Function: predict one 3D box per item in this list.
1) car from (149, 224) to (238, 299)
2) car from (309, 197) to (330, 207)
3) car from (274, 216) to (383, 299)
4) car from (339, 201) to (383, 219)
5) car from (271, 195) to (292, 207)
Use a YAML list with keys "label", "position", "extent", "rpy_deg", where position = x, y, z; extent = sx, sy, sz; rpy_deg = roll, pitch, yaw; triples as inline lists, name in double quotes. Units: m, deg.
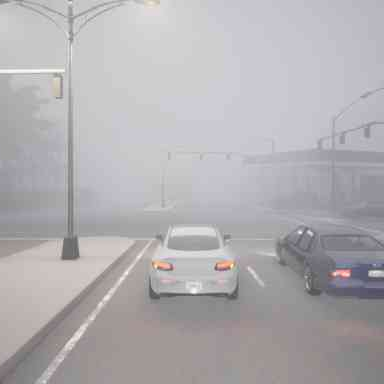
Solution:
- label: "car"
  position: [0.029, 1.525, 8.303]
  extent: [1.812, 1.442, 4.674]
  rpy_deg: [0, 0, 0]
- label: "car"
  position: [18.622, 1.451, 48.737]
  extent: [1.970, 1.475, 3.806]
  rpy_deg: [0, 0, 0]
- label: "car"
  position: [3.508, 1.547, 8.611]
  extent: [2.033, 1.411, 5.357]
  rpy_deg: [0, 0, 3]
- label: "car"
  position: [14.741, 1.524, 27.801]
  extent: [4.674, 1.442, 1.812]
  rpy_deg: [0, 0, -1]
- label: "car"
  position: [12.882, 1.290, 47.935]
  extent: [2.242, 1.667, 4.611]
  rpy_deg: [0, 0, 0]
